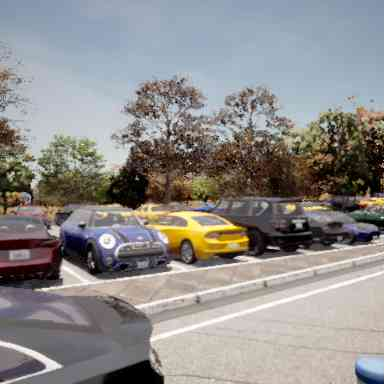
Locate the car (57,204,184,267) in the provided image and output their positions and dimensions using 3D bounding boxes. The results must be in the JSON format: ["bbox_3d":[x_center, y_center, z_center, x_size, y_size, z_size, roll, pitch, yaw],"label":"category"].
[{"bbox_3d":[-2.498,1.244,10.152,2.185,1.767,4.553,2,-2,-35],"label":"car"}]

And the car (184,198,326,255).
[{"bbox_3d":[2.065,1.251,13.353,2.435,2.045,5.566,1,-1,-35],"label":"car"}]

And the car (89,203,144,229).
[{"bbox_3d":[-5.596,1.618,24.144,1.946,1.575,5.366,1,-1,-35],"label":"car"}]

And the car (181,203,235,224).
[{"bbox_3d":[1.259,1.743,28.723,2.097,1.535,5.008,1,-1,-35],"label":"car"}]

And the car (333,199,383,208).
[{"bbox_3d":[11.222,1.521,19.706,2.185,1.767,4.553,0,-1,-35],"label":"car"}]

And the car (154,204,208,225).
[{"bbox_3d":[-1.011,1.742,27.100,2.163,1.488,4.792,1,-1,-35],"label":"car"}]

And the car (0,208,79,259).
[{"bbox_3d":[-4.779,1.321,8.548,2.163,1.488,4.792,2,-2,-35],"label":"car"}]

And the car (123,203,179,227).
[{"bbox_3d":[-3.308,1.671,25.750,1.946,1.575,5.366,1,-1,-35],"label":"car"}]

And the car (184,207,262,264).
[{"bbox_3d":[-0.205,1.440,11.716,2.097,1.535,5.008,1,-1,-35],"label":"car"}]

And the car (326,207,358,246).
[{"bbox_3d":[4.365,1.556,14.922,2.231,1.521,4.892,1,-1,-35],"label":"car"}]

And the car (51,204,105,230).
[{"bbox_3d":[-7.791,1.588,22.412,2.163,1.488,4.792,2,-2,-35],"label":"car"}]

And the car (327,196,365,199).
[{"bbox_3d":[17.212,1.459,39.969,2.435,2.045,5.566,-1,0,-35],"label":"car"}]

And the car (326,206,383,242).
[{"bbox_3d":[6.652,1.626,16.499,2.163,1.488,4.792,1,-1,-35],"label":"car"}]

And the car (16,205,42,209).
[{"bbox_3d":[-10.159,1.523,20.718,2.002,1.452,4.674,2,-2,-35],"label":"car"}]

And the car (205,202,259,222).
[{"bbox_3d":[3.543,1.764,30.326,2.097,1.535,5.008,0,-1,-35],"label":"car"}]

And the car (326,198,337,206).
[{"bbox_3d":[12.774,1.758,36.588,1.946,1.575,5.366,0,0,-35],"label":"car"}]

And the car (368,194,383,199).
[{"bbox_3d":[21.779,1.500,43.178,2.185,1.767,4.553,-1,0,-35],"label":"car"}]

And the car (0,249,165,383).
[{"bbox_3d":[-2.484,1.488,1.927,4.902,1.511,2.128,0,-1,-36],"label":"car"}]

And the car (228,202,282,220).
[{"bbox_3d":[5.931,1.778,32.002,2.231,1.521,4.892,0,-1,-35],"label":"car"}]
